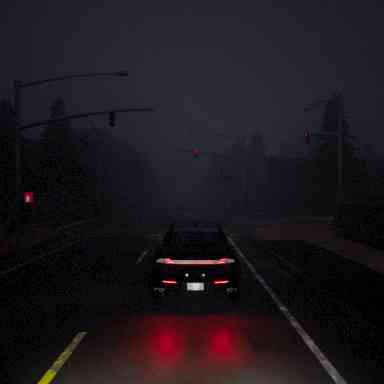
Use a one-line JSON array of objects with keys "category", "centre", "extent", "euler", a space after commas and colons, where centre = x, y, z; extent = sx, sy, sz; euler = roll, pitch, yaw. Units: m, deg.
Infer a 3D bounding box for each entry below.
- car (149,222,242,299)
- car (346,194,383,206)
[{"category": "car", "centre": [0.082, 1.492, 8.423], "extent": [2.128, 1.511, 4.902], "euler": [0, 0, 0]}, {"category": "car", "centre": [15.876, 1.202, 28.946], "extent": [5.566, 2.045, 2.150], "euler": [0, 0, -8]}]
